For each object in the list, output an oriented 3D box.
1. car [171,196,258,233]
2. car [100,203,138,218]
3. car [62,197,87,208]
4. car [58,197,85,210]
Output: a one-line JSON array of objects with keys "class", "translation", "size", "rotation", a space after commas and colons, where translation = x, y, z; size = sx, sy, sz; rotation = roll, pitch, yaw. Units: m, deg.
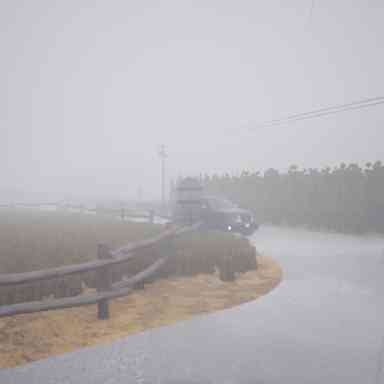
[{"class": "car", "translation": [1.005, 1.223, 17.905], "size": [2.150, 2.045, 5.566], "rotation": [0, 0, -36]}, {"class": "car", "translation": [-6.347, 1.602, 28.248], "size": [1.895, 1.301, 4.718], "rotation": [0, 0, -35]}, {"class": "car", "translation": [-17.686, 1.493, 49.963], "size": [2.128, 1.511, 4.902], "rotation": [0, 0, -37]}, {"class": "car", "translation": [-14.610, 1.354, 39.920], "size": [2.097, 1.767, 4.553], "rotation": [0, 0, -35]}]
